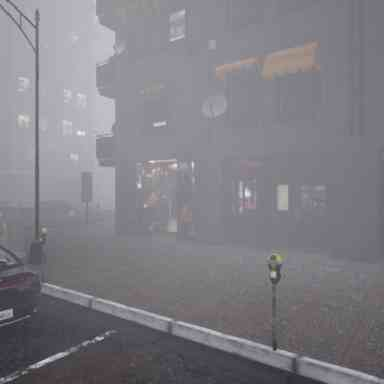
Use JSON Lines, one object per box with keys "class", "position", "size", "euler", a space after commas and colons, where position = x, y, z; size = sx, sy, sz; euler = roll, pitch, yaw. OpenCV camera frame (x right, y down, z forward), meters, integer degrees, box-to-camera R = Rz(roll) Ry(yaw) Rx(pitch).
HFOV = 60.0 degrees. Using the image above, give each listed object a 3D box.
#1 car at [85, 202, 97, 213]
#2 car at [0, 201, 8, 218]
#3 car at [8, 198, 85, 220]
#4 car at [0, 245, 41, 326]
{"class": "car", "position": [-10.996, 1.250, 30.509], "size": [1.752, 1.417, 4.829], "euler": [1, 1, 35]}
{"class": "car", "position": [-14.082, 1.350, 26.081], "size": [2.008, 1.369, 4.403], "euler": [1, 1, 35]}
{"class": "car", "position": [-11.116, 1.283, 25.826], "size": [1.837, 1.490, 4.892], "euler": [0, 1, 35]}
{"class": "car", "position": [-4.503, 1.551, 6.078], "size": [4.403, 1.369, 2.008], "euler": [0, 0, 35]}
